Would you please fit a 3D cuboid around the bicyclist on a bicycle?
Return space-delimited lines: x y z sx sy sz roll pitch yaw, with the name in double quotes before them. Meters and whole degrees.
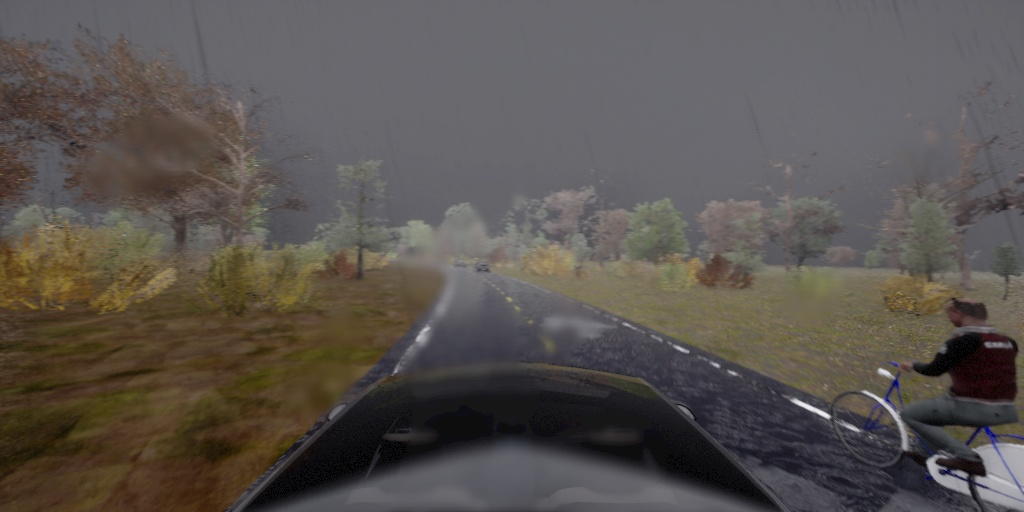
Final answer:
"bicyclist on a bicycle" 3.598 1.215 3.059 0.659 1.776 1.843 1 0 -4

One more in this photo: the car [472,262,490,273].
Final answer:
"car" -4.226 1.486 48.968 1.837 1.490 4.892 1 0 -13
